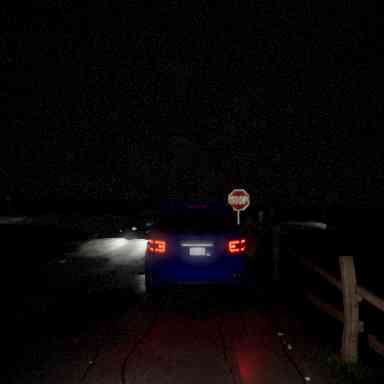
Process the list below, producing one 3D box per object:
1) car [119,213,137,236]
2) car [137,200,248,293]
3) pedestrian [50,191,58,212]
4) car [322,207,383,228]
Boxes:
[{"bbox_3d":[-2.060,1.550,17.602,1.994,1.385,4.181,0,0,20],"label":"car"},{"bbox_3d":[0.084,1.214,8.965,2.150,2.045,5.566,0,0,0],"label":"car"},{"bbox_3d":[-12.076,0.778,28.922,0.375,1.860,0.375,0,1,0],"label":"pedestrian"},{"bbox_3d":[13.090,1.920,25.831,5.357,1.411,2.033,2,3,0],"label":"car"}]
